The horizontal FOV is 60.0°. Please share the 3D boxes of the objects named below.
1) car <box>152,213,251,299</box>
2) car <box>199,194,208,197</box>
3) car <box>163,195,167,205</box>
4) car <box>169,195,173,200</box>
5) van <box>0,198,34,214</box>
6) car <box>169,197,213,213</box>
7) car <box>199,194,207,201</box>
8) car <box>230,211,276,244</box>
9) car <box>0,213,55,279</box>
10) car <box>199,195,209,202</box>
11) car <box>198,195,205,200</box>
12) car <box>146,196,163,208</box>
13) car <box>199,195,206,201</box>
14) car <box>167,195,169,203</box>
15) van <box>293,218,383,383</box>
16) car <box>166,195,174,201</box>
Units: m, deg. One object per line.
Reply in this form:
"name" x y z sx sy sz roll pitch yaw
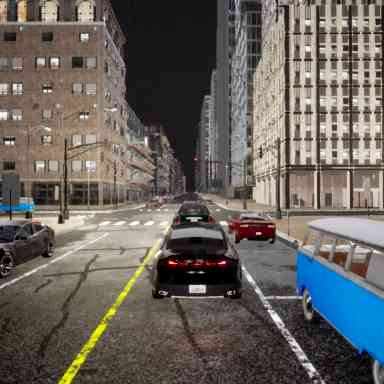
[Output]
"car" 0.101 1.506 8.433 1.837 1.490 4.892 0 0 0
"car" 2.700 1.531 59.452 2.008 1.369 4.403 1 0 0
"car" -5.678 1.426 53.803 1.967 1.590 4.097 1 0 0
"car" -5.680 1.519 70.756 2.008 1.369 4.403 1 0 0
"van" -19.736 1.525 37.021 3.998 1.788 1.690 0 0 1
"car" 0.070 1.352 17.526 2.097 1.767 4.553 0 0 -1
"car" 2.702 1.396 82.059 1.967 1.590 4.097 1 0 0
"car" 2.699 1.545 15.706 1.887 1.381 4.507 1 0 0
"car" -5.682 1.567 10.135 1.947 1.339 4.313 1 0 0
"car" 2.701 1.513 76.406 2.008 1.369 4.403 1 0 0
"car" 2.700 1.524 93.362 1.802 1.307 4.206 1 0 0
"car" -5.681 1.573 48.150 1.802 1.307 4.206 1 0 0
"car" 2.701 1.475 87.880 1.752 1.417 4.829 1 0 0
"car" -5.680 1.562 59.454 1.802 1.307 4.206 1 0 0
"van" 2.701 1.342 4.553 1.690 1.788 3.998 1 0 0
"car" -5.679 1.475 87.542 1.752 1.417 4.829 1 0 0
